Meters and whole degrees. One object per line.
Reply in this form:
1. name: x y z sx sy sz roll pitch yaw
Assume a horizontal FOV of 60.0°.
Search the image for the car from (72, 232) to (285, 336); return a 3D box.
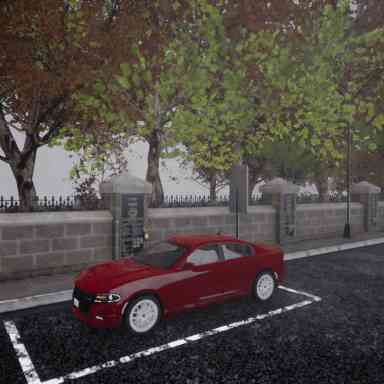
1. car: -0.045 1.545 6.688 4.507 1.381 1.887 0 0 -36
